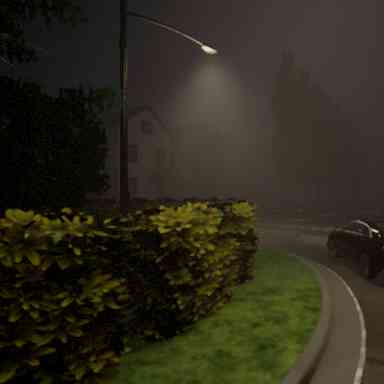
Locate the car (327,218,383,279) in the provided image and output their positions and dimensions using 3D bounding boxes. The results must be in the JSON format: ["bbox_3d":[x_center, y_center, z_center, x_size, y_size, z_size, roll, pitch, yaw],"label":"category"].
[{"bbox_3d":[5.611,1.541,10.051,2.128,1.511,4.902,0,0,7],"label":"car"}]
